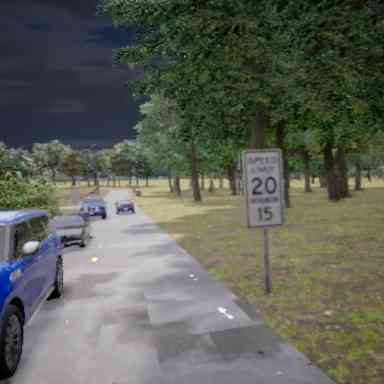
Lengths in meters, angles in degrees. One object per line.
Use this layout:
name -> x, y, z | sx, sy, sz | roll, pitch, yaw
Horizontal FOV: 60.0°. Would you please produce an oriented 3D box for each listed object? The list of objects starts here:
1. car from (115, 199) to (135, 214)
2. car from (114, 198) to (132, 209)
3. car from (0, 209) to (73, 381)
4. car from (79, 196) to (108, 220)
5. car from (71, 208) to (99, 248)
car -> -7.250, 1.564, 36.279 | 1.812, 1.442, 4.674 | -4, 1, -11
car -> -9.879, 1.613, 47.438 | 1.895, 1.301, 4.718 | -4, 1, -17
car -> -3.733, 1.417, 5.803 | 2.150, 2.045, 5.566 | -4, 0, -12
car -> -9.003, 1.445, 30.622 | 2.150, 2.045, 5.566 | -4, 1, -12
car -> -5.883, 1.785, 15.993 | 2.033, 1.411, 5.357 | -4, 1, -12
